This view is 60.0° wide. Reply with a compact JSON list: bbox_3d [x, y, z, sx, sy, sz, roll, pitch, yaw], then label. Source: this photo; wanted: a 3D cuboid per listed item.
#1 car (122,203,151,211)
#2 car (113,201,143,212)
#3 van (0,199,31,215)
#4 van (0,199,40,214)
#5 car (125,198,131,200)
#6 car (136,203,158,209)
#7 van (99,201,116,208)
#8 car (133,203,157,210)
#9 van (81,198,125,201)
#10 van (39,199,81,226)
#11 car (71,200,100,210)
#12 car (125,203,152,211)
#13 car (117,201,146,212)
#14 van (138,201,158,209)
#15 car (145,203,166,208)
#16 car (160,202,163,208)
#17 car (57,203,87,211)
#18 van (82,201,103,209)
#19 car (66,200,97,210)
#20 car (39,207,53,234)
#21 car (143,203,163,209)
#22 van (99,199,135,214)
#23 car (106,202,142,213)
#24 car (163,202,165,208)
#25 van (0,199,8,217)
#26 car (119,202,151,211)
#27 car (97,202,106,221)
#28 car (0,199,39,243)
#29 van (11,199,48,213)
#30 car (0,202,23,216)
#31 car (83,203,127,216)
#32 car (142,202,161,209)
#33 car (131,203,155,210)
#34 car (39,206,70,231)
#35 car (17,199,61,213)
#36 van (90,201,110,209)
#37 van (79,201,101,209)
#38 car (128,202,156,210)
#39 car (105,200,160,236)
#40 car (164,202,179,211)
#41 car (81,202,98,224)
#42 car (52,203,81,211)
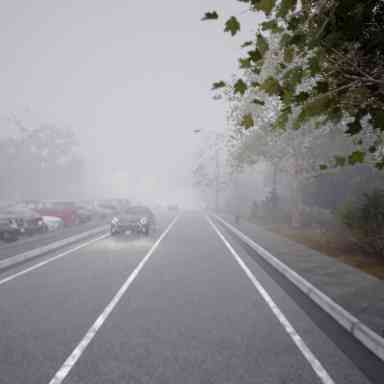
[{"bbox_3d":[-10.298,2.738,61.979,4.892,1.521,2.231,0,-2,0],"label":"car"},{"bbox_3d":[-10.277,2.337,53.660,4.553,1.767,2.185,0,-2,0],"label":"car"},{"bbox_3d":[-23.277,1.872,42.588,4.442,1.987,1.878,0,-1,0],"label":"van"},{"bbox_3d":[-23.509,1.967,45.490,4.442,1.987,1.878,0,-2,0],"label":"van"},{"bbox_3d":[-10.342,1.845,42.565,5.566,2.045,2.435,0,-2,0],"label":"car"},{"bbox_3d":[-10.268,3.224,75.852,4.792,1.488,2.163,0,-2,0],"label":"car"},{"bbox_3d":[-23.485,3.554,92.425,4.442,1.987,1.878,0,-2,0],"label":"van"},{"bbox_3d":[-10.269,3.133,73.077,4.792,1.488,2.163,0,-2,0],"label":"car"},{"bbox_3d":[-10.200,1.762,37.029,4.442,1.987,1.878,0,-1,0],"label":"van"},{"bbox_3d":[-10.441,1.528,23.150,4.442,1.987,1.878,0,-1,0],"label":"van"},{"bbox_3d":[-23.350,2.855,73.178,5.566,2.045,2.435,0,-2,0],"label":"car"},{"bbox_3d":[-10.309,2.830,64.754,4.892,1.521,2.231,0,-2,0],"label":"car"},{"bbox_3d":[-10.276,2.429,56.434,4.553,1.767,2.185,0,-2,0],"label":"car"},{"bbox_3d":[-10.412,3.061,78.635,4.442,1.987,1.878,0,-2,0],"label":"van"},{"bbox_3d":[-10.103,3.775,92.368,5.366,1.575,1.946,0,-2,0],"label":"car"},{"bbox_3d":[-10.323,3.407,81.402,4.792,1.488,2.163,0,-2,0],"label":"car"},{"bbox_3d":[-23.377,2.832,64.863,5.008,1.535,2.097,0,-2,0],"label":"car"},{"bbox_3d":[-23.491,3.063,78.714,4.442,1.987,1.878,0,-2,0],"label":"van"},{"bbox_3d":[-23.351,2.764,70.410,5.566,2.045,2.435,0,-2,0],"label":"car"},{"bbox_3d":[-10.357,1.689,17.595,4.792,1.488,2.163,0,-1,0],"label":"car"},{"bbox_3d":[-10.475,3.670,89.718,5.366,1.575,1.946,0,-2,0],"label":"car"},{"bbox_3d":[-10.196,1.962,45.339,4.442,1.987,1.878,0,-2,0],"label":"van"},{"bbox_3d":[-10.304,2.371,50.881,5.008,1.535,2.097,0,-2,0],"label":"car"},{"bbox_3d":[-10.285,3.571,86.952,4.892,1.521,2.231,0,-2,0],"label":"car"},{"bbox_3d":[-23.280,1.765,37.198,4.442,1.987,1.878,0,-1,0],"label":"van"},{"bbox_3d":[-10.120,2.643,59.205,5.366,1.575,1.946,0,-2,0],"label":"car"},{"bbox_3d":[-10.290,1.924,31.472,4.792,1.488,2.163,0,-1,0],"label":"car"},{"bbox_3d":[-10.300,1.362,14.823,5.566,2.045,2.435,0,-1,0],"label":"car"},{"bbox_3d":[-23.508,2.054,48.133,4.442,1.987,1.878,0,-2,0],"label":"van"},{"bbox_3d":[-23.400,2.038,39.964,5.008,1.535,2.097,0,-1,0],"label":"car"},{"bbox_3d":[-10.345,2.065,39.806,4.792,1.488,2.163,0,-1,0],"label":"car"},{"bbox_3d":[-10.324,3.346,84.178,4.553,1.767,2.185,0,-2,0],"label":"car"},{"bbox_3d":[-10.270,3.041,70.302,4.792,1.488,2.163,0,-2,0],"label":"car"},{"bbox_3d":[-10.328,1.747,20.369,4.674,1.452,2.002,0,-1,0],"label":"car"},{"bbox_3d":[-23.361,2.120,50.903,5.566,2.045,2.435,0,-2,0],"label":"car"},{"bbox_3d":[-23.264,3.249,84.267,4.442,1.987,1.878,0,-2,0],"label":"van"},{"bbox_3d":[-23.260,2.972,75.946,4.442,1.987,1.878,0,-2,0],"label":"van"},{"bbox_3d":[-10.116,2.917,67.529,5.366,1.575,1.946,0,-2,0],"label":"car"},{"bbox_3d":[-3.348,1.560,19.665,2.097,1.767,4.553,0,-1,0],"label":"car"},{"bbox_3d":[-3.303,2.720,60.052,2.033,1.411,5.357,0,-2,1],"label":"car"},{"bbox_3d":[-10.328,1.800,25.922,5.008,1.535,2.097,0,-1,0],"label":"car"},{"bbox_3d":[-23.387,2.777,61.968,4.674,1.452,2.002,0,-2,0],"label":"car"}]
